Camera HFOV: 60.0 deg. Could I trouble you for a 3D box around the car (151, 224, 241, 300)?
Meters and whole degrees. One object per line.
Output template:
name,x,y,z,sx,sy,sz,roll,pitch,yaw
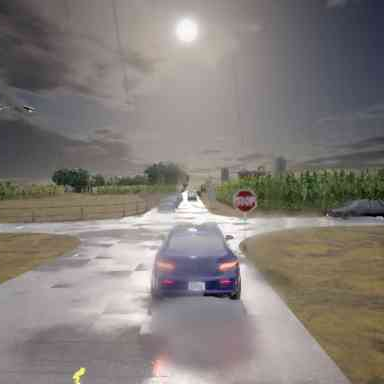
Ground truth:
car,0.087,1.525,8.268,1.812,1.442,4.674,0,0,0

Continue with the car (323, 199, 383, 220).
car,12.617,1.257,24.573,5.357,1.411,2.033,-1,0,-2

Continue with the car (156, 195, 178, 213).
car,-2.714,1.400,35.515,1.837,1.490,4.892,0,0,-3

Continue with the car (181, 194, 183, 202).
car,-2.862,1.328,56.233,1.895,1.301,4.718,0,1,0

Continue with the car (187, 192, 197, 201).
car,0.063,1.202,68.197,1.895,1.301,4.718,0,1,0

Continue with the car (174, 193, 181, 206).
car,-2.872,1.290,46.307,1.882,1.535,5.008,0,0,0

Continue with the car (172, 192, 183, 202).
car,-2.822,0.978,66.035,2.097,1.767,4.553,0,1,0
